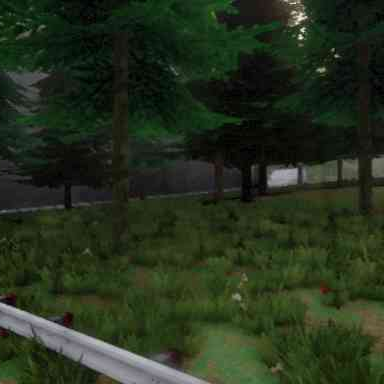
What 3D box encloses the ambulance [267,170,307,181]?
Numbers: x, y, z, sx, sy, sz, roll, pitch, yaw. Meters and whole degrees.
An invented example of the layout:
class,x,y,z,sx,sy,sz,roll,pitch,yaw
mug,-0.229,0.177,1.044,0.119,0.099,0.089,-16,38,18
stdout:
class,x,y,z,sx,sy,sz,roll,pitch,yaw
ambulance,10.672,-1.428,40.098,6.366,2.431,2.351,-5,-1,12
